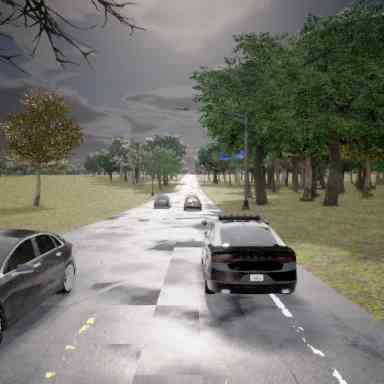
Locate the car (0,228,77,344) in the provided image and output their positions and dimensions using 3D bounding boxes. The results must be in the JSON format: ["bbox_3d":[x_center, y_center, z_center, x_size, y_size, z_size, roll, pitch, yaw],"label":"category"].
[{"bbox_3d":[-3.599,1.499,5.924,1.837,1.490,4.892,0,0,0],"label":"car"}]

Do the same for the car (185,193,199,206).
[{"bbox_3d":[0.035,0.991,46.989,1.882,1.535,5.008,0,1,1],"label":"car"}]

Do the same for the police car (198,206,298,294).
[{"bbox_3d":[1.226,1.411,8.878,1.930,1.638,5.238,0,0,0],"label":"police car"}]

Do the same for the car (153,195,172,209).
[{"bbox_3d":[-3.492,1.161,39.623,1.837,1.490,4.892,0,1,0],"label":"car"}]

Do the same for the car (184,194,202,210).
[{"bbox_3d":[0.078,1.266,37.031,1.994,1.385,4.181,0,1,0],"label":"car"}]
